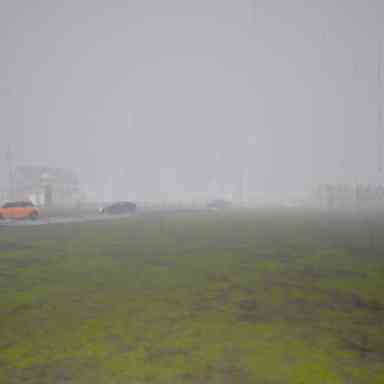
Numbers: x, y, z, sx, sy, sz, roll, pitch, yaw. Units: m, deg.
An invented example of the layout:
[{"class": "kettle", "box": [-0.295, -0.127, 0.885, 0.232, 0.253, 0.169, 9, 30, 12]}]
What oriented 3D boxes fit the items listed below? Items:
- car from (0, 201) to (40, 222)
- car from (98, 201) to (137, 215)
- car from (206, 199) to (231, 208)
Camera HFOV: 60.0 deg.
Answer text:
[{"class": "car", "box": [-15.413, 1.571, 28.088, 2.097, 1.767, 4.553, 0, 0, 36]}, {"class": "car", "box": [-8.408, 1.756, 37.719, 2.128, 1.511, 4.902, 0, 0, 36]}, {"class": "car", "box": [4.486, 1.913, 55.305, 2.033, 1.411, 5.357, 0, 0, 36]}]
